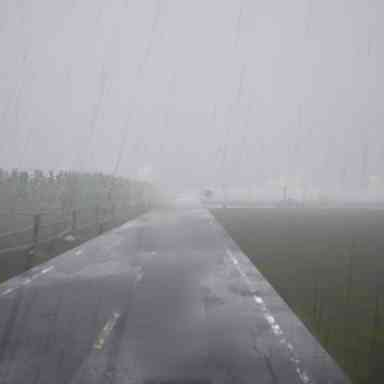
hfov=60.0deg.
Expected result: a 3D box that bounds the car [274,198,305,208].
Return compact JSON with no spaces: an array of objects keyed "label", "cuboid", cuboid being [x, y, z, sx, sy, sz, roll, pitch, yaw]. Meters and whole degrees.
[{"label":"car","cuboid":[14.059,1.526,48.021,4.181,1.385,1.994,0,0,1]}]

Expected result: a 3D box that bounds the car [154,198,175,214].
[{"label":"car","cuboid":[-2.786,1.377,34.277,1.882,1.535,5.008,0,0,1]}]
